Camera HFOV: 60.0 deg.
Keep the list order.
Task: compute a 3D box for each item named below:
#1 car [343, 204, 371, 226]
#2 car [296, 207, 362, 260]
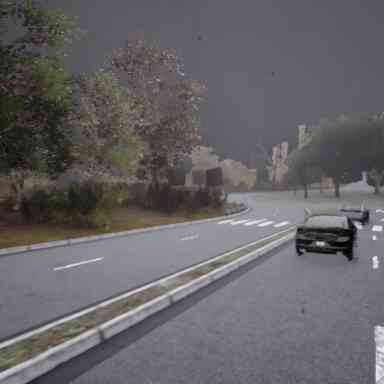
[{"bbox_3d":[12.571,1.705,25.733,2.128,1.511,4.902,0,0,33],"label":"car"},{"bbox_3d":[5.482,1.582,13.236,1.882,1.535,5.008,0,0,29],"label":"car"}]
